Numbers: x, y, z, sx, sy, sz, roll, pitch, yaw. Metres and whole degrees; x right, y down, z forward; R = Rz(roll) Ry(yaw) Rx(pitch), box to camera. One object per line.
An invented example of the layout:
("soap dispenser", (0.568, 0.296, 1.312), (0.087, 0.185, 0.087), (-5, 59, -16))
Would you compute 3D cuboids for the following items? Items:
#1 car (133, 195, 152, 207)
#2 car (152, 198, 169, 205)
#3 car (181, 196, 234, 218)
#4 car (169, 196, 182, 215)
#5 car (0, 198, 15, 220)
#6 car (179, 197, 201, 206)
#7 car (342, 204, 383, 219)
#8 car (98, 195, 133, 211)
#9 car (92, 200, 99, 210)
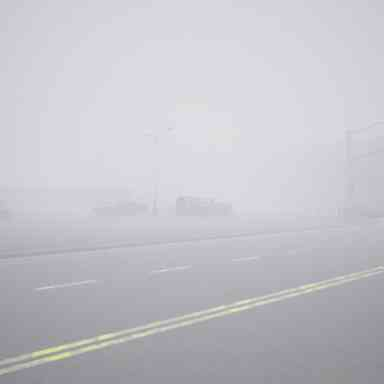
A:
("car", (-10.802, 1.617, 75.234), (2.150, 2.045, 5.566), (1, 0, -34))
("car", (-5.794, 1.974, 67.749), (1.994, 1.385, 4.181), (1, 0, -34))
("car", (1.700, 1.369, 30.930), (4.605, 1.855, 1.932), (1, 0, -35))
("car", (0.073, 1.373, 33.324), (3.866, 1.878, 1.905), (1, 0, -35))
("car", (-15.750, 1.418, 25.443), (3.806, 1.475, 1.970), (1, 0, -35))
("car", (-0.421, 1.891, 65.985), (1.882, 1.535, 5.008), (1, 0, -33))
("car", (17.311, 1.885, 33.256), (1.994, 1.385, 4.181), (1, 0, -34))
("car", (-11.292, 1.374, 49.322), (3.866, 1.878, 1.905), (1, 0, -35))
("car", (-12.957, 1.614, 51.690), (3.806, 1.475, 1.970), (1, 0, -35))
